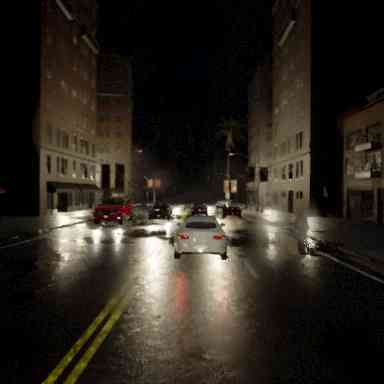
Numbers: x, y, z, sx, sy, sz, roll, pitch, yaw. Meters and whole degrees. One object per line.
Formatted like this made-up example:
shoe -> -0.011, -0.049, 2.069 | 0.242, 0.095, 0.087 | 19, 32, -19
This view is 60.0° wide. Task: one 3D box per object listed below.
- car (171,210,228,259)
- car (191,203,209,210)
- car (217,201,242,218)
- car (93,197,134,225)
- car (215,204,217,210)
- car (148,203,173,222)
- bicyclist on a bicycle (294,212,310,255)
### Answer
car -> 0.337, 1.652, 13.041 | 1.812, 1.442, 4.674 | 0, 0, 1
car -> 0.826, 1.926, 36.218 | 2.033, 1.411, 5.357 | 0, -1, 1
car -> 4.015, 1.875, 34.368 | 2.128, 1.511, 4.902 | 0, -1, 1
car -> -6.076, 1.438, 26.400 | 2.150, 2.045, 5.566 | 0, -1, 1
car -> 4.157, 1.992, 44.763 | 2.128, 1.511, 4.902 | 0, -1, 1
car -> -2.756, 1.785, 29.783 | 1.837, 1.490, 4.892 | 0, -1, 1
bicyclist on a bicycle -> 4.388, 1.614, 13.279 | 0.582, 1.620, 1.656 | 0, -1, 1
